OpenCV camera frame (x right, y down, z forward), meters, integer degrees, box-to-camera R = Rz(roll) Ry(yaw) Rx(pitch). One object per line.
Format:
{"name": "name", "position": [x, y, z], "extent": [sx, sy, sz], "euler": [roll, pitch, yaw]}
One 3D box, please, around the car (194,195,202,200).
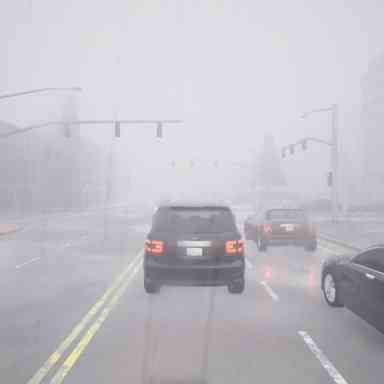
{"name": "car", "position": [1.479, 1.552, 90.349], "extent": [1.994, 1.385, 4.181], "euler": [0, 0, -1]}

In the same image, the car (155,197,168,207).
{"name": "car", "position": [-4.694, 1.525, 51.927], "extent": [1.812, 1.442, 4.674], "euler": [0, 0, -1]}

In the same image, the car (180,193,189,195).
{"name": "car", "position": [-1.779, 1.495, 80.204], "extent": [1.837, 1.490, 4.892], "euler": [0, 0, -1]}

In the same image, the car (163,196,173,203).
{"name": "car", "position": [-5.065, 1.552, 71.198], "extent": [1.994, 1.385, 4.181], "euler": [0, 0, -1]}

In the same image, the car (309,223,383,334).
{"name": "car", "position": [3.608, 1.505, 5.065], "extent": [1.837, 1.490, 4.892], "euler": [0, 0, 0]}

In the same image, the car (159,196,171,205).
{"name": "car", "position": [-4.892, 1.477, 61.317], "extent": [1.882, 1.535, 5.008], "euler": [0, 0, -1]}

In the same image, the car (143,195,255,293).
{"name": "car", "position": [0.055, 1.221, 8.969], "extent": [2.150, 2.045, 5.566], "euler": [0, 0, 0]}

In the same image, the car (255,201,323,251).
{"name": "car", "position": [3.537, 1.352, 14.147], "extent": [2.097, 1.767, 4.553], "euler": [0, 0, 0]}

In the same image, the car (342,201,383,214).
{"name": "car", "position": [18.492, 1.601, 34.152], "extent": [4.718, 1.301, 1.895], "euler": [0, 0, -2]}

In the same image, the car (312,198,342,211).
{"name": "car", "position": [14.443, 1.505, 37.545], "extent": [4.892, 1.490, 1.837], "euler": [0, 0, -2]}
